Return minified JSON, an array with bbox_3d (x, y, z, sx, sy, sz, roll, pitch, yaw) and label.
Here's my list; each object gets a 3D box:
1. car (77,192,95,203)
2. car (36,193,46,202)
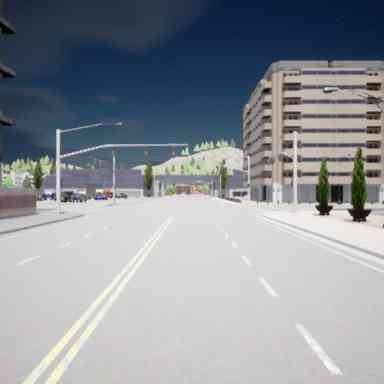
[{"bbox_3d":[-26.710,1.360,83.848,1.970,1.475,3.806,0,0,0],"label":"car"},{"bbox_3d":[-32.532,1.357,68.766,1.970,1.475,3.806,0,0,0],"label":"car"}]
